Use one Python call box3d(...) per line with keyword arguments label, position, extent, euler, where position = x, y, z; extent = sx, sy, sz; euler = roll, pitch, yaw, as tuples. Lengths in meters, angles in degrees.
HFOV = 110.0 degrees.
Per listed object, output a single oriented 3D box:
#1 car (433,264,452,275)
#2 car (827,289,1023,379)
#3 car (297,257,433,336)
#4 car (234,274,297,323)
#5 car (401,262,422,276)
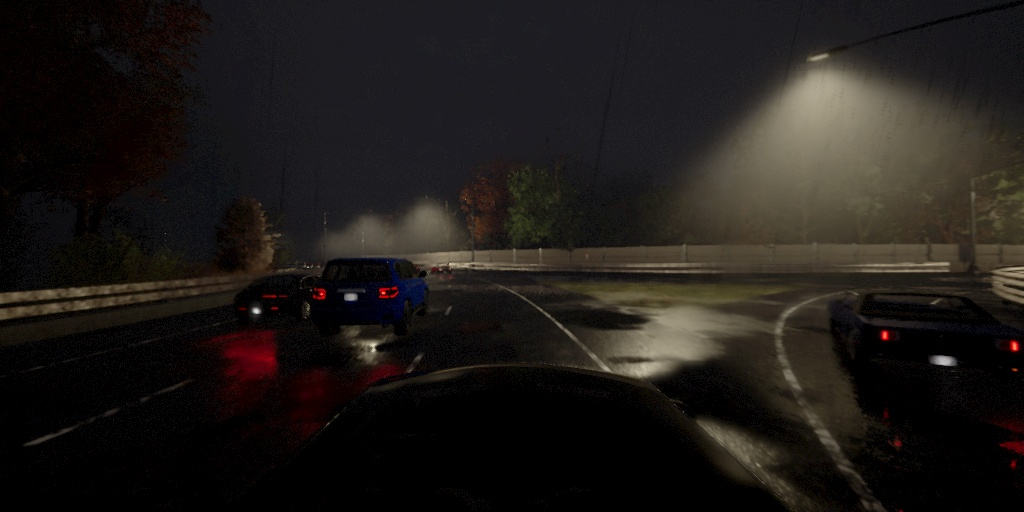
box3d(label="car", position=(-9.093, 1.688, 45.735), extent=(1.895, 1.301, 4.718), euler=(0, 0, -24))
box3d(label="car", position=(7.929, 1.329, 7.349), extent=(1.895, 1.301, 4.718), euler=(-1, 0, 35))
box3d(label="car", position=(-3.947, 1.057, 10.923), extent=(2.150, 2.045, 5.566), euler=(0, 0, -5))
box3d(label="car", position=(-7.686, 1.379, 12.881), extent=(1.837, 1.490, 4.892), euler=(0, 0, -6))
box3d(label="car", position=(-12.750, 1.588, 45.341), extent=(1.882, 1.535, 5.008), euler=(0, 0, -24))
